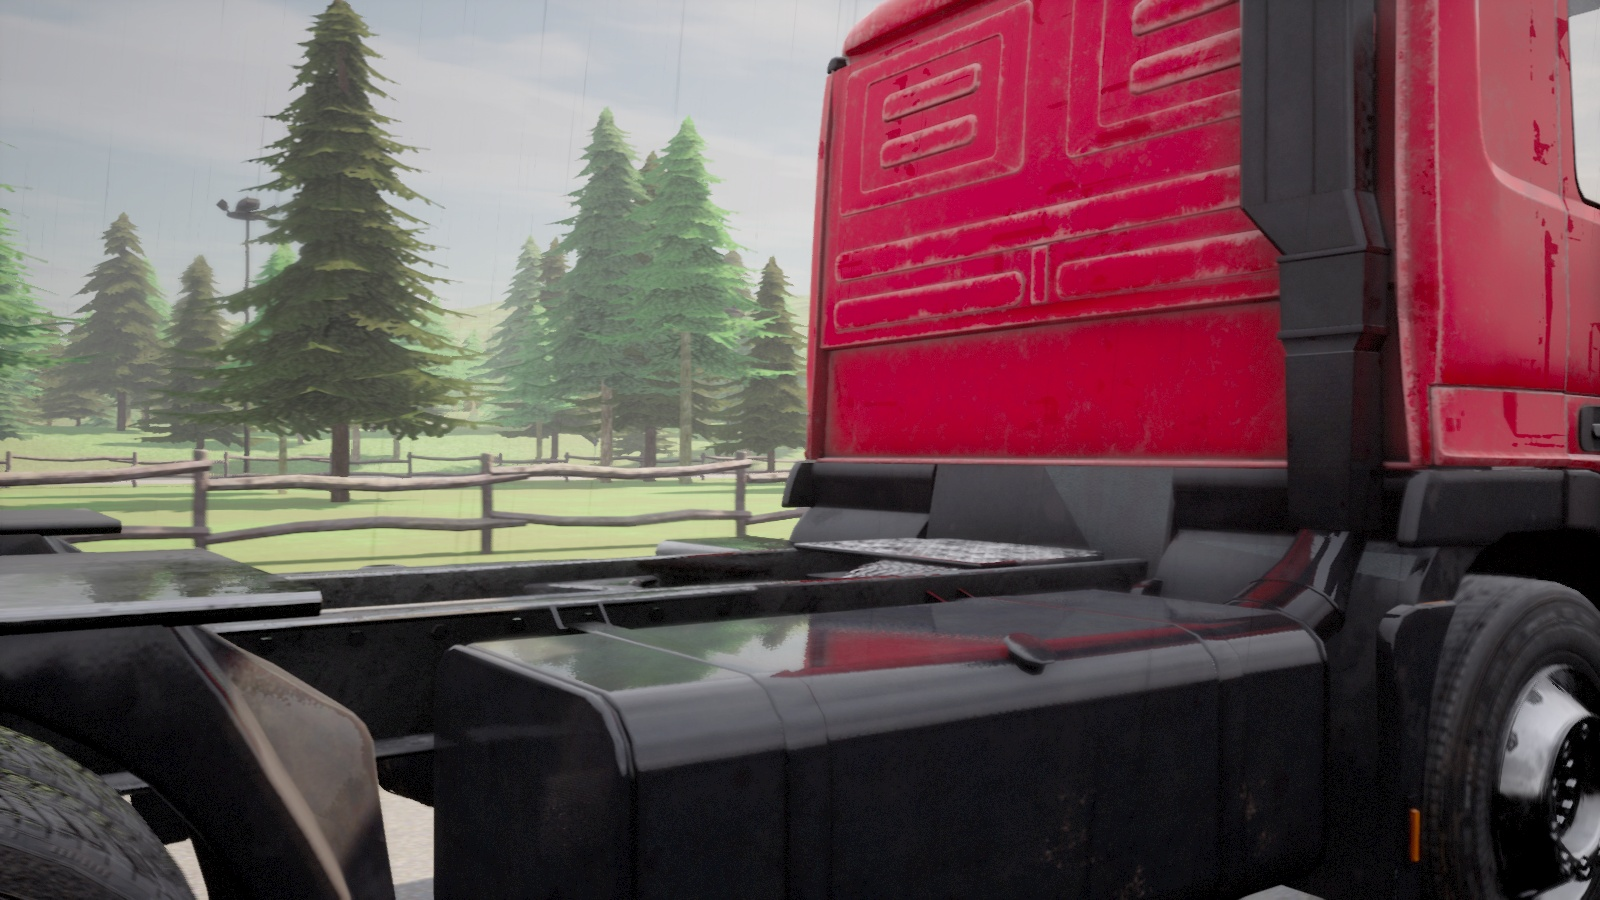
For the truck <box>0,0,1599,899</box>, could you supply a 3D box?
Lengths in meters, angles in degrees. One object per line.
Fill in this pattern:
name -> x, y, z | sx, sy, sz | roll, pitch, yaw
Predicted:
truck -> -0.620, -0.228, 3.228 | 7.936, 3.462, 2.891 | 0, 0, -35
